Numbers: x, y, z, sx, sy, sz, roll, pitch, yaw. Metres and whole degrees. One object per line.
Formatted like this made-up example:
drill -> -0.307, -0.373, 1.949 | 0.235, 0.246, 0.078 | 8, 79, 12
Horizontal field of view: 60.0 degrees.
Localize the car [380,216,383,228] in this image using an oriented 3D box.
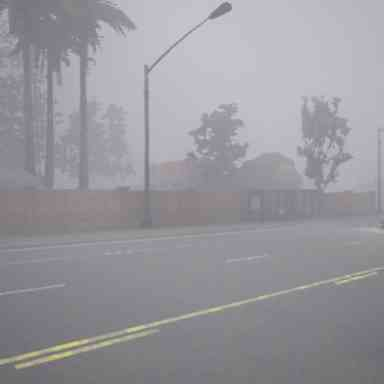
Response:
car -> 15.081, 1.776, 23.321 | 4.674, 1.442, 1.812 | 1, 0, -35
